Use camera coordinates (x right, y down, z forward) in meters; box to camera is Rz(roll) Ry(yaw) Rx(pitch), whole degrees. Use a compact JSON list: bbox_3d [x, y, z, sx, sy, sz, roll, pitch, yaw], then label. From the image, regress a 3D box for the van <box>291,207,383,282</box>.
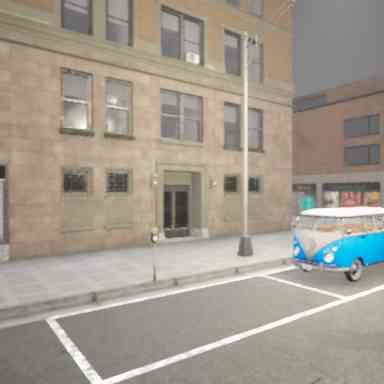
[{"bbox_3d":[4.562,1.339,9.471,3.998,1.788,1.690,0,0,-36],"label":"van"}]
